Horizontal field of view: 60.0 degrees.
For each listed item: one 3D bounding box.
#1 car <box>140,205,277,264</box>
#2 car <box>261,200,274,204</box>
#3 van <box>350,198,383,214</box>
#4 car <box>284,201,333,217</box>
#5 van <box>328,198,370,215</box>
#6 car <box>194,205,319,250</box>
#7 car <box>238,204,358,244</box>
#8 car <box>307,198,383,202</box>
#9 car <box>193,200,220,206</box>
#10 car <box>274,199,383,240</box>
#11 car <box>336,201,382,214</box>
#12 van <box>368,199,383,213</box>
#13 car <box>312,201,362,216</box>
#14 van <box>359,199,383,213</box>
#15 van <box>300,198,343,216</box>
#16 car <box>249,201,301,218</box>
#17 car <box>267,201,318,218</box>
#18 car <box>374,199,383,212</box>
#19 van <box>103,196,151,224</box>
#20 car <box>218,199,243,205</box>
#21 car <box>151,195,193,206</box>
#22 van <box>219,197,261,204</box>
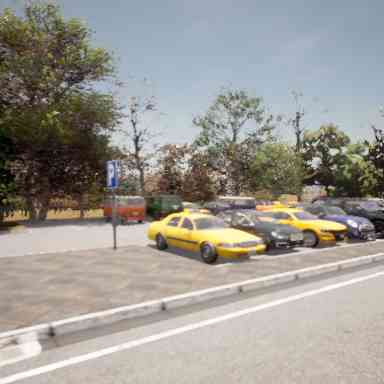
[{"bbox_3d":[0.276,1.479,12.235,1.946,1.575,5.366,1,0,-35],"label":"car"},{"bbox_3d":[6.310,1.594,32.785,2.185,1.767,4.553,1,-1,-35],"label":"car"},{"bbox_3d":[24.285,1.884,45.489,1.878,1.987,4.442,2,-1,-35],"label":"van"},{"bbox_3d":[13.062,1.863,37.627,2.231,1.521,4.892,1,-1,-35],"label":"car"},{"bbox_3d":[19.895,1.777,42.361,1.878,1.987,4.442,1,-1,-35],"label":"van"},{"bbox_3d":[2.420,1.506,13.997,2.231,1.521,4.892,1,0,-35],"label":"car"},{"bbox_3d":[4.677,1.537,15.606,2.097,1.535,5.008,1,-1,-35],"label":"car"},{"bbox_3d":[9.219,1.370,18.800,2.435,2.045,5.566,1,-1,-35],"label":"car"},{"bbox_3d":[-0.367,1.577,27.838,1.946,1.575,5.366,1,-1,-35],"label":"car"},{"bbox_3d":[6.925,1.451,17.239,2.185,1.767,4.553,1,-1,-35],"label":"car"},{"bbox_3d":[22.077,2.050,44.065,2.097,1.535,5.008,1,-1,-35],"label":"car"},{"bbox_3d":[28.665,2.068,48.897,1.878,1.987,4.442,2,-1,-35],"label":"van"},{"bbox_3d":[17.677,1.953,40.697,1.946,1.575,5.366,1,-1,-35],"label":"car"},{"bbox_3d":[26.513,1.980,47.363,1.878,1.987,4.442,2,-1,-35],"label":"van"},{"bbox_3d":[15.249,1.683,39.337,1.878,1.987,4.442,1,-1,-35],"label":"van"},{"bbox_3d":[8.447,1.765,34.340,2.097,1.535,5.008,1,-1,-35],"label":"car"},{"bbox_3d":[10.805,1.814,36.020,2.097,1.535,5.008,1,-1,-35],"label":"car"},{"bbox_3d":[31.005,2.134,50.387,2.435,2.045,5.566,2,-1,-35],"label":"car"},{"bbox_3d":[-5.150,1.281,24.801,1.878,1.987,4.442,1,0,-35],"label":"van"},{"bbox_3d":[1.783,1.627,29.589,2.231,1.521,4.892,1,-1,-35],"label":"car"},{"bbox_3d":[-2.742,1.288,26.407,2.435,2.045,5.566,1,0,-35],"label":"car"},{"bbox_3d":[3.970,1.447,31.299,1.878,1.987,4.442,1,-1,-35],"label":"van"}]
